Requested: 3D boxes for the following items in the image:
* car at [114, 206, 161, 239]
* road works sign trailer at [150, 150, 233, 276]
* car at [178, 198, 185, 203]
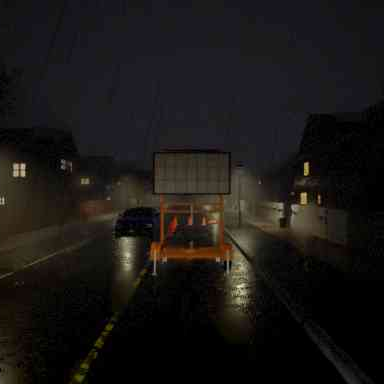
[{"bbox_3d":[-2.751,1.521,17.683,1.882,1.535,5.008,0,0,0],"label":"car"},{"bbox_3d":[-0.005,0.484,10.447,2.380,3.560,2.880,0,0,1],"label":"road works sign trailer"},{"bbox_3d":[-2.757,2.224,89.519,1.812,1.442,4.674,0,-1,0],"label":"car"}]
